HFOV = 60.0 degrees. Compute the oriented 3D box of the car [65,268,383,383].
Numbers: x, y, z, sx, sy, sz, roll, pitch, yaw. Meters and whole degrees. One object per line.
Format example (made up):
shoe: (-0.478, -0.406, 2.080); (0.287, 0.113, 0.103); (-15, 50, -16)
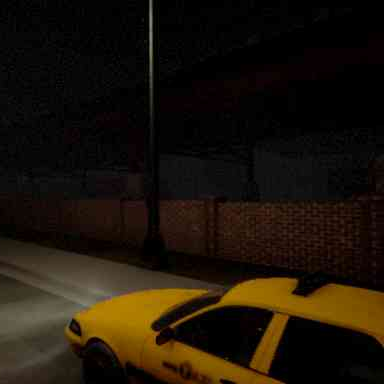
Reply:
car: (0.821, 1.501, 3.138); (5.366, 1.575, 1.801); (0, -1, 40)
